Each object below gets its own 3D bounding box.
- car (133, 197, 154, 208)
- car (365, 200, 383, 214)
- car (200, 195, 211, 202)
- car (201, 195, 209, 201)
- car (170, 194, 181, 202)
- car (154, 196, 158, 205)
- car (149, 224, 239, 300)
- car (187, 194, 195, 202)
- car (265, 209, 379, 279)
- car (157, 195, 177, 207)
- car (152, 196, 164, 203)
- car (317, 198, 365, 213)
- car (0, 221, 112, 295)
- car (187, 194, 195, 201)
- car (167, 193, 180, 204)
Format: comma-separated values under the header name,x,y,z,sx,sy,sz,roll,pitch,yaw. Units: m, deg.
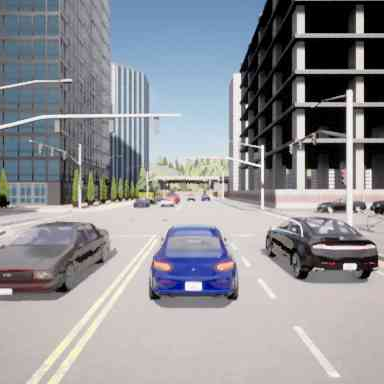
name,x,y,z,sx,sy,sz,roll,pitch,yaw
car,-7.189,1.543,48.182,1.994,1.385,4.181,0,0,0
car,19.762,1.153,31.100,5.566,2.045,2.150,0,0,0
car,3.349,1.488,77.874,1.812,1.442,4.674,0,0,0
car,3.331,1.445,86.949,1.837,1.490,4.892,0,0,0
car,-3.643,1.323,73.407,2.097,1.767,4.553,0,0,0
car,-7.197,1.575,57.063,1.895,1.301,4.718,0,0,0
car,0.044,1.522,8.273,1.812,1.442,4.674,0,0,0
car,-0.152,1.559,78.210,1.895,1.301,4.718,0,0,0
car,3.560,1.487,9.996,2.128,1.511,4.902,0,0,-1
car,-3.694,1.579,50.310,1.895,1.301,4.718,0,0,0
car,-7.138,1.509,70.904,2.033,1.411,5.357,0,0,0
car,15.516,1.421,34.589,4.902,1.511,2.128,0,0,0
car,-3.618,1.543,9.102,2.033,1.411,5.357,0,0,0
car,-0.169,1.301,86.912,2.097,1.767,4.553,0,0,0
car,-3.687,1.196,61.515,2.150,2.045,5.566,0,0,0
